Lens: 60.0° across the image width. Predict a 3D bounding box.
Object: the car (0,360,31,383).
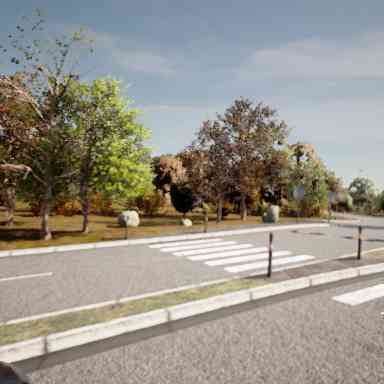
[{"bbox_3d":[-3.114,1.525,1.224,4.674,1.442,1.812,0,0,-35],"label":"car"}]
